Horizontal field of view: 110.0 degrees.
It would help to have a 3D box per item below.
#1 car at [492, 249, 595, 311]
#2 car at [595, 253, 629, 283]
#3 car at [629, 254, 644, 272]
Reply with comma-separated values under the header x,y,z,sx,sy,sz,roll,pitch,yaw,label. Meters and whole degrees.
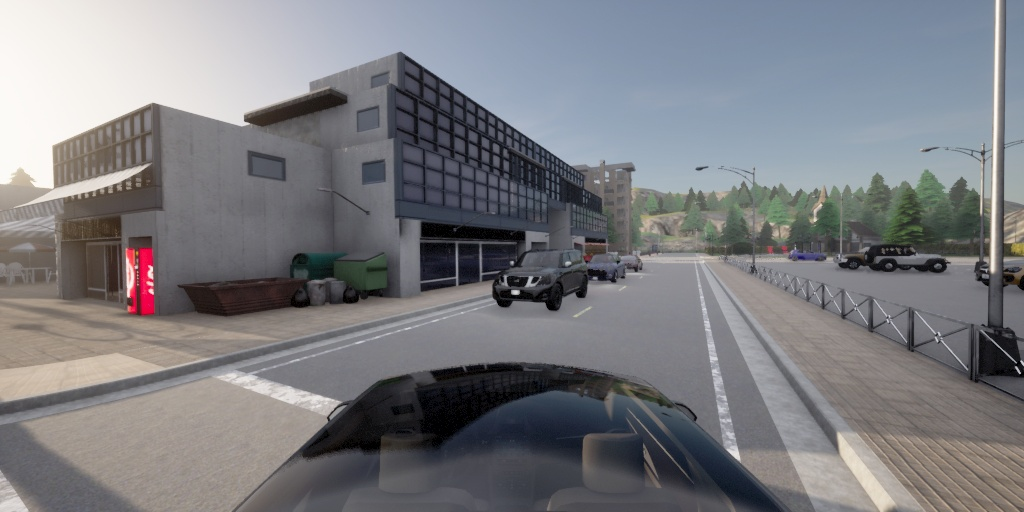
x,y,z,sx,sy,sz,roll,pitch,yaw,label
1.349,0.743,13.816,2.150,2.045,5.566,0,1,27,car
5.775,0.651,22.601,2.097,1.767,4.553,0,1,27,car
10.384,0.594,31.736,1.812,1.442,4.674,0,1,27,car
